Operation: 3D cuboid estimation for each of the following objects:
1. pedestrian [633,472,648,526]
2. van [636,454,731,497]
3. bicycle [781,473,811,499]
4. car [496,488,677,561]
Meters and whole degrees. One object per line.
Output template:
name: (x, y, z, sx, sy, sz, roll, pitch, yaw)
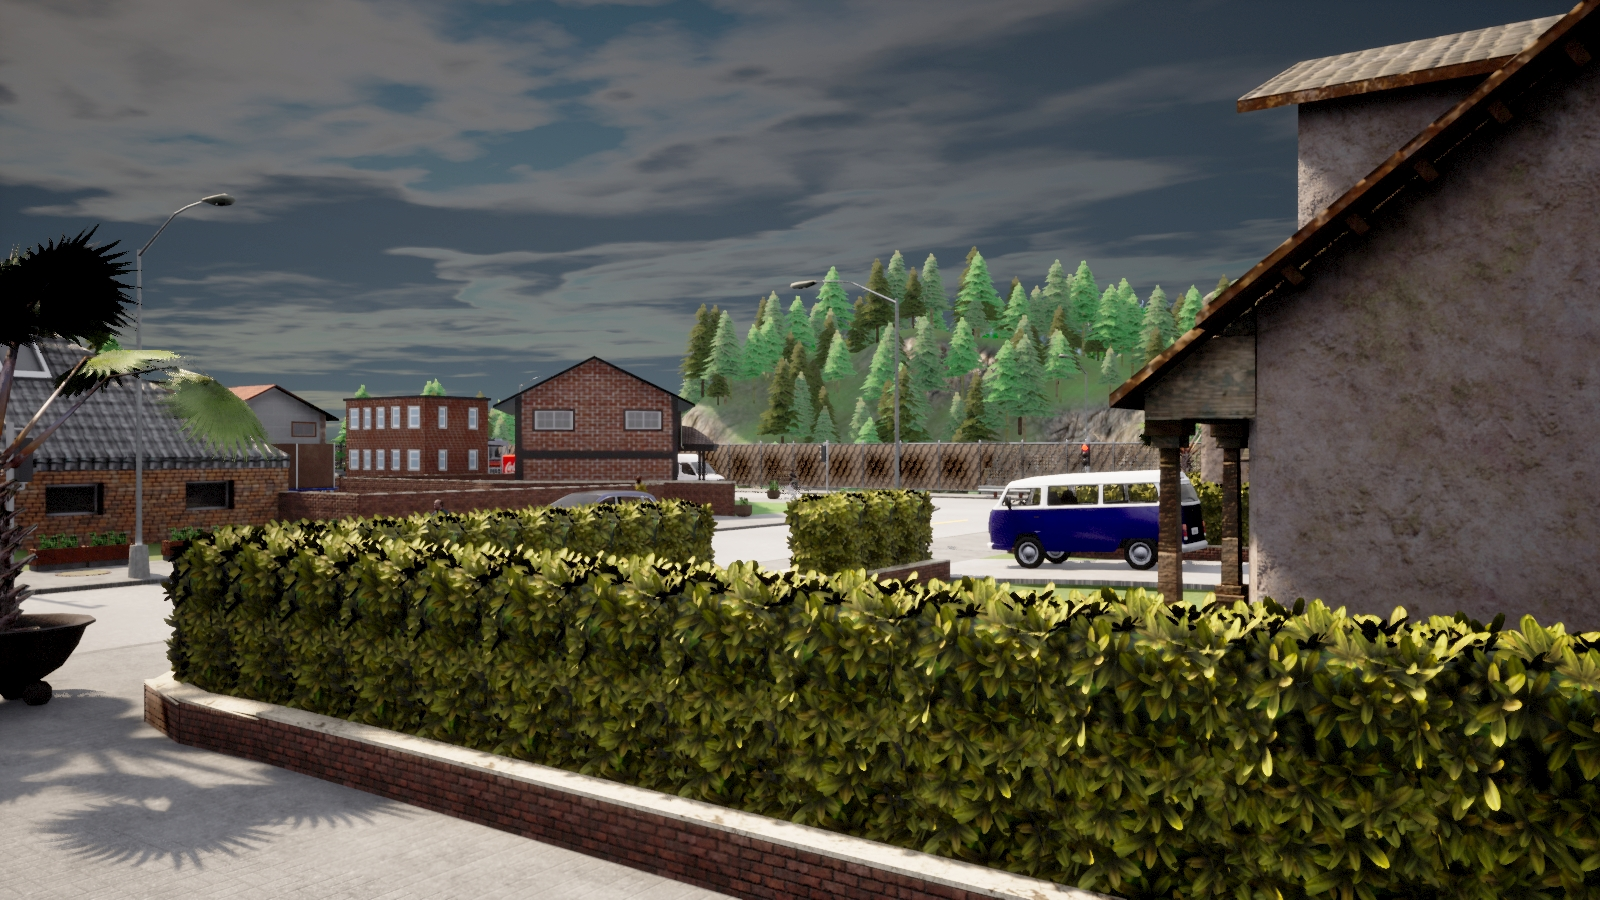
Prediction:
pedestrian: (-5.637, 1.732, 40.477, 0.375, 1.860, 0.375, 0, 0, 40)
van: (-7.165, 1.517, 69.881, 5.915, 2.561, 1.988, 0, 0, 35)
bicycle: (-0.239, 2.045, 65.041, 1.835, 1.471, 0.329, 0, 0, 35)
car: (-5.756, 1.958, 31.296, 2.242, 1.667, 4.611, 0, 0, 35)
